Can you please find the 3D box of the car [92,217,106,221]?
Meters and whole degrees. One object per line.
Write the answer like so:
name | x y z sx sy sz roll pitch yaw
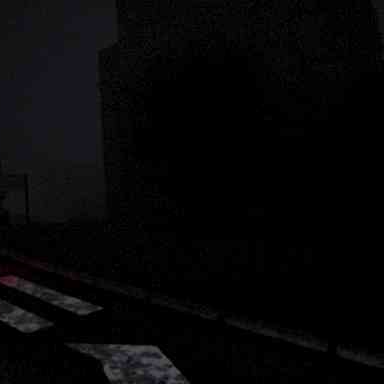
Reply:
car | -18.665 5.362 59.852 5.008 1.535 2.097 -6 -8 27

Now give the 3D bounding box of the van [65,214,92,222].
van | -20.044 4.921 57.472 4.442 1.987 1.878 -6 -7 27
